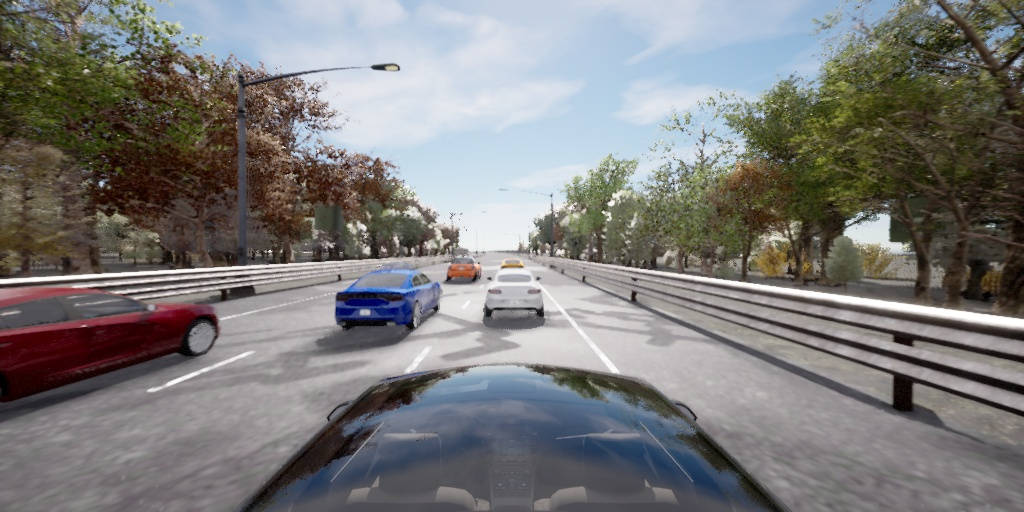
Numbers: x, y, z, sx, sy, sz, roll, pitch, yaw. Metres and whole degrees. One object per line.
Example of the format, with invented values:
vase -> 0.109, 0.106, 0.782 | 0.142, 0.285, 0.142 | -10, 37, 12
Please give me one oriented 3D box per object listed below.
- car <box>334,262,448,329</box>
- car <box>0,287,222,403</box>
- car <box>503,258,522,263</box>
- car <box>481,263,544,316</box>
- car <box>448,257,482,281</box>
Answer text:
car -> -3.428, 1.132, 10.849 | 1.882, 1.535, 5.008 | 0, 1, 0
car -> -6.948, 1.191, 5.339 | 1.882, 1.535, 5.008 | 0, 1, 1
car -> 0.044, 0.945, 28.477 | 1.882, 1.535, 5.008 | 0, 1, 0
car -> 0.071, 1.160, 12.681 | 1.812, 1.442, 4.674 | 0, 1, 0
car -> -3.457, 0.839, 26.660 | 2.097, 1.767, 4.553 | 0, 1, 0
